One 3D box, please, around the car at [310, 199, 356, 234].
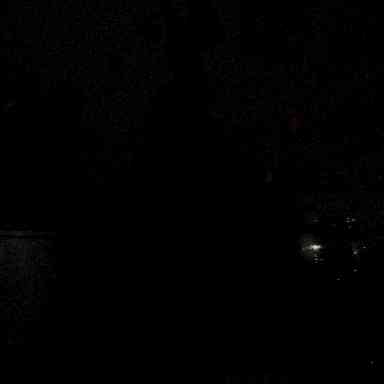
[{"bbox_3d":[7.122,1.124,16.811,1.882,1.535,5.008,-3,0,23],"label":"car"}]
